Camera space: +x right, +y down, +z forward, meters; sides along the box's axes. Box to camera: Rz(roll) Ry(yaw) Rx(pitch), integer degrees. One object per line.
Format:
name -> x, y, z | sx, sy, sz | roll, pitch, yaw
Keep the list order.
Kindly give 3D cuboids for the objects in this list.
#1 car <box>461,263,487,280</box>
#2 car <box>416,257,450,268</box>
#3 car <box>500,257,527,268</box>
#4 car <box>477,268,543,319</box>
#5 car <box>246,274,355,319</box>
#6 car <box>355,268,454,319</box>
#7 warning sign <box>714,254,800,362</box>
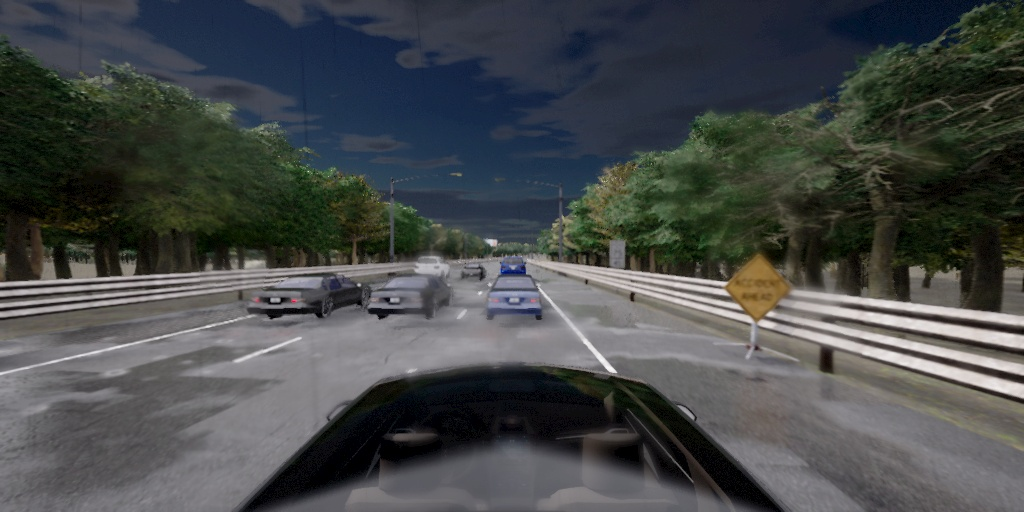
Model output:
car -> -3.400, 1.368, 32.483 | 2.128, 1.511, 4.902 | 0, 0, 0
car -> -6.899, 1.096, 31.613 | 2.150, 2.045, 5.566 | 0, 0, 0
car -> 0.102, 1.095, 31.709 | 2.150, 2.045, 5.566 | 0, 0, 0
car -> 0.090, 1.344, 12.966 | 2.033, 1.411, 5.357 | 0, 0, 0
car -> -6.911, 1.344, 12.991 | 2.033, 1.411, 5.357 | 0, 0, 0
car -> -3.410, 1.344, 12.987 | 2.033, 1.411, 5.357 | 0, 0, 0
warning sign -> 4.551, 0.886, 6.756 | 1.300, 1.860, 1.060 | 0, 0, 0
